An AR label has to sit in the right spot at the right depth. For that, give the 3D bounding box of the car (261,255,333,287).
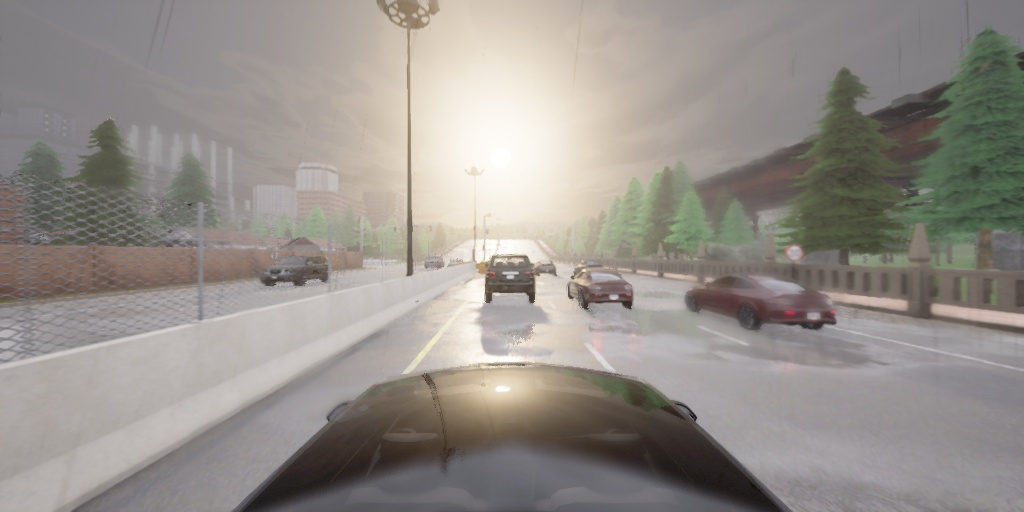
[{"bbox_3d":[-14.423,0.945,24.473,2.150,2.045,5.566,0,0,-1],"label":"car"}]

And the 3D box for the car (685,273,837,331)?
[{"bbox_3d":[6.974,1.216,10.613,1.812,1.442,4.674,0,0,-1],"label":"car"}]

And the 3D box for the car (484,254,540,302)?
[{"bbox_3d":[-0.109,0.915,16.871,2.150,2.045,5.566,0,0,-1],"label":"car"}]

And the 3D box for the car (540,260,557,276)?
[{"bbox_3d":[3.119,1.108,34.451,2.128,1.511,4.902,0,0,-1],"label":"car"}]

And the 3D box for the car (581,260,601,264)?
[{"bbox_3d":[6.670,1.107,31.191,2.128,1.511,4.902,0,0,-1],"label":"car"}]

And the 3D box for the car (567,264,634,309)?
[{"bbox_3d":[3.423,1.216,14.452,1.812,1.442,4.674,0,0,-1],"label":"car"}]

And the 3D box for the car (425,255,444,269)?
[{"bbox_3d":[-11.269,0.865,52.907,2.150,2.045,5.566,0,0,-1],"label":"car"}]

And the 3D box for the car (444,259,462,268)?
[{"bbox_3d":[-7.757,1.146,50.732,2.033,1.411,5.357,0,0,0],"label":"car"}]
